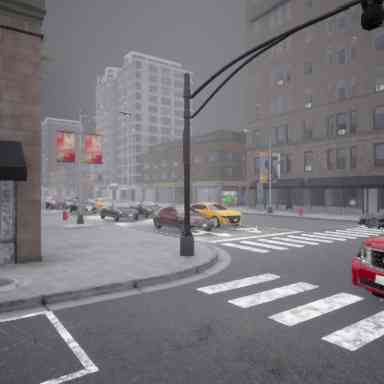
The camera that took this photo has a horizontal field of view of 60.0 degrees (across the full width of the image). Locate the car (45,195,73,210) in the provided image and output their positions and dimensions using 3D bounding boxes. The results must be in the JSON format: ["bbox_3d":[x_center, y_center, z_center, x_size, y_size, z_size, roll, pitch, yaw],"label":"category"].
[{"bbox_3d":[-17.429,1.288,42.874,2.097,1.767,4.553,0,0,-35],"label":"car"}]

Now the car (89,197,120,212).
[{"bbox_3d":[-10.136,1.422,38.272,1.882,1.535,5.008,0,0,-36],"label":"car"}]

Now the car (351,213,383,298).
[{"bbox_3d":[6.038,1.224,6.777,5.566,2.045,2.150,0,-1,-17],"label":"car"}]

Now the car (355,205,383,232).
[{"bbox_3d":[12.308,1.539,18.609,2.033,1.411,5.357,0,0,-36],"label":"car"}]

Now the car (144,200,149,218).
[{"bbox_3d":[-4.199,1.485,30.051,1.812,1.442,4.674,0,0,-36],"label":"car"}]

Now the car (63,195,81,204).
[{"bbox_3d":[-21.711,1.407,60.187,1.837,1.490,4.892,0,0,-36],"label":"car"}]

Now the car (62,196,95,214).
[{"bbox_3d":[-11.433,1.443,34.509,2.128,1.511,4.902,0,0,-36],"label":"car"}]

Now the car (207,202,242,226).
[{"bbox_3d":[1.244,1.451,22.488,1.882,1.535,5.008,0,0,-35],"label":"car"}]

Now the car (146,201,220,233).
[{"bbox_3d":[-0.667,1.505,19.601,1.812,1.442,4.674,0,0,-35],"label":"car"}]

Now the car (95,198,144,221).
[{"bbox_3d":[-5.988,1.491,26.975,1.812,1.442,4.674,0,0,-36],"label":"car"}]
